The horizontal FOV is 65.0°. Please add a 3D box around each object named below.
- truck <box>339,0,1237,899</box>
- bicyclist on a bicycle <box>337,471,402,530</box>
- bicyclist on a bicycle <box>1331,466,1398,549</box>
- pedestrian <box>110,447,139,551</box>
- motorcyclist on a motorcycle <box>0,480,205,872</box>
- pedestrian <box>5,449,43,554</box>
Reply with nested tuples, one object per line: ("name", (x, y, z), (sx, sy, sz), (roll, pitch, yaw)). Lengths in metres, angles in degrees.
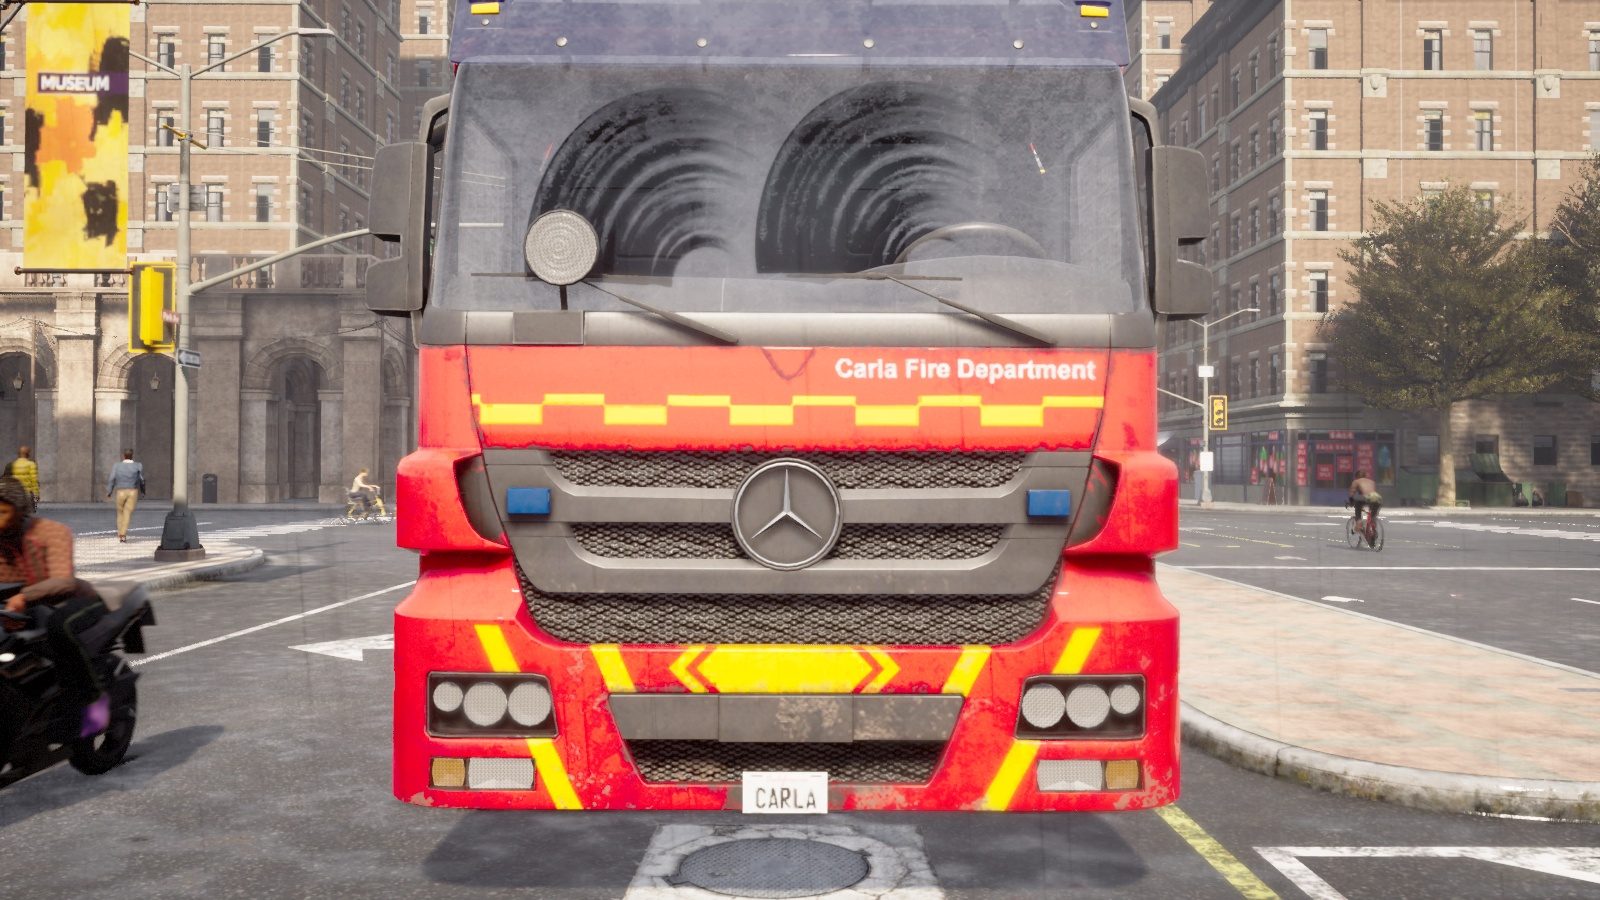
("truck", (-0.054, -0.211, 8.305), (2.891, 3.827, 8.468), (0, -1, 0))
("bicyclist on a bicycle", (-11.903, 1.381, 34.767), (1.509, 1.612, 0.866), (0, -1, -1))
("bicyclist on a bicycle", (11.409, 1.148, 25.442), (0.582, 1.620, 1.656), (0, -1, 0))
("pedestrian", (-12.846, 0.923, 23.878), (0.423, 1.949, 0.788), (0, -1, -24))
("motorcyclist on a motorcycle", (-3.541, 0.905, 5.607), (0.797, 1.523, 2.044), (0, -1, 0))
("pedestrian", (-13.827, 0.902, 22.383), (0.370, 1.835, 0.726), (0, -1, -15))
